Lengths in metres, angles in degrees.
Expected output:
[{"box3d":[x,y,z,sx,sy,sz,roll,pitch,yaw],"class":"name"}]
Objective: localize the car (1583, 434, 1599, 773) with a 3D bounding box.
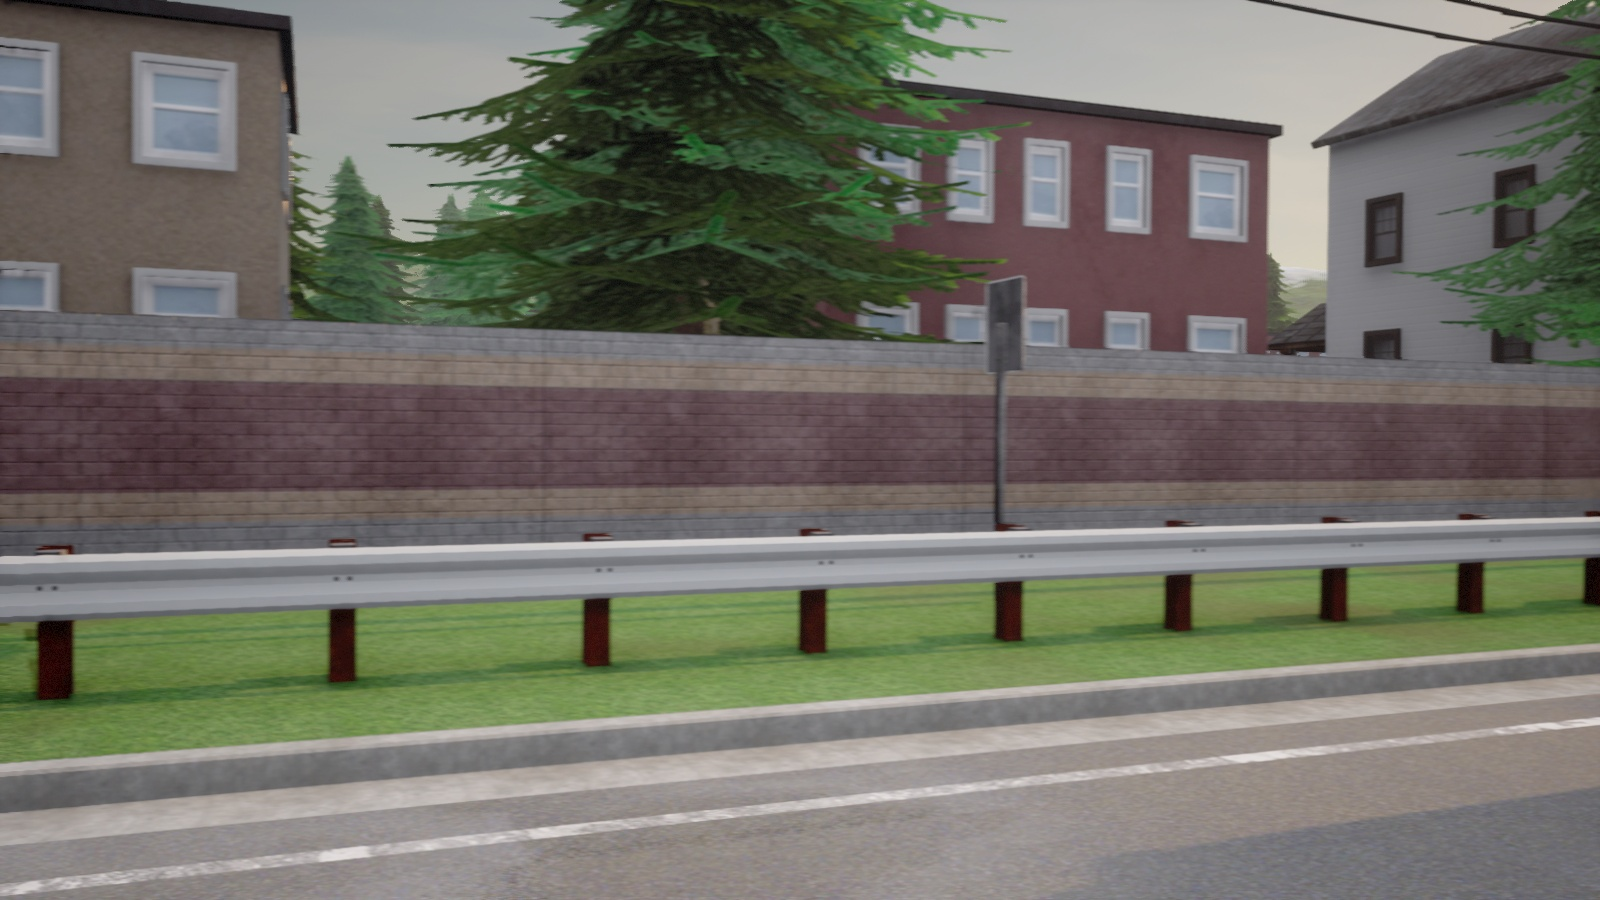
[{"box3d":[5.721,0.639,5.411,4.193,1.474,1.816,-1,1,-21],"class":"car"}]
